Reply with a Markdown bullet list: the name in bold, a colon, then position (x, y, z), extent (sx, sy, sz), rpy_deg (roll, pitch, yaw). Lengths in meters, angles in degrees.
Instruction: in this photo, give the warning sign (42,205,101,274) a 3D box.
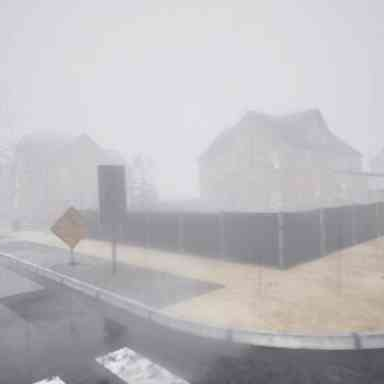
- **warning sign**: position (-3.642, 1.343, 10.084), extent (1.300, 1.860, 1.060), rpy_deg (-2, -1, -43)
